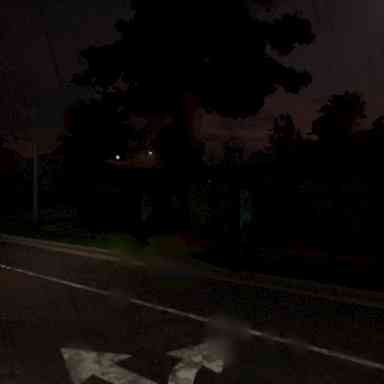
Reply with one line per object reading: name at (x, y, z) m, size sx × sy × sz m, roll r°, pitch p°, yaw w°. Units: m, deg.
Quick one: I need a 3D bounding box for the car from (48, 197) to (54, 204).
car at (-23.923, 1.204, 53.377) m, size 3.806 × 1.475 × 1.970 m, roll 0°, pitch 0°, yaw 36°
